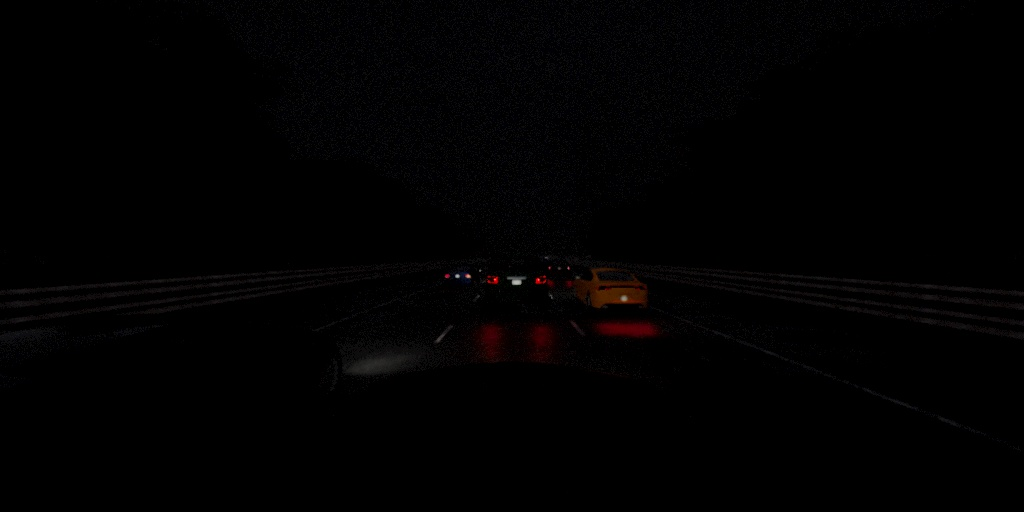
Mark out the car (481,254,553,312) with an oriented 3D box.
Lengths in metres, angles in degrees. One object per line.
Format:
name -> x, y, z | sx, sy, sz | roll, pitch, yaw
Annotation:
car -> 0.188, 0.932, 14.220 | 2.150, 2.045, 5.566 | 0, 0, 1

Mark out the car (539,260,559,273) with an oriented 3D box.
car -> 4.430, 1.244, 43.787 | 2.033, 1.411, 5.357 | 0, 0, 2

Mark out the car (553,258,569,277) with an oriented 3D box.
car -> 3.987, 1.046, 31.779 | 2.097, 1.767, 4.553 | 0, 0, 2

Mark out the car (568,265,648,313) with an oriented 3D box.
car -> 3.592, 1.192, 13.854 | 1.882, 1.535, 5.008 | 0, 0, 1

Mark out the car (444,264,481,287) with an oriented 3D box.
car -> -3.146, 1.236, 23.557 | 2.033, 1.411, 5.357 | 0, 0, 1

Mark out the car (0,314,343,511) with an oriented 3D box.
car -> -3.390, 1.266, 3.315 | 1.812, 1.442, 4.674 | 0, 0, 0
